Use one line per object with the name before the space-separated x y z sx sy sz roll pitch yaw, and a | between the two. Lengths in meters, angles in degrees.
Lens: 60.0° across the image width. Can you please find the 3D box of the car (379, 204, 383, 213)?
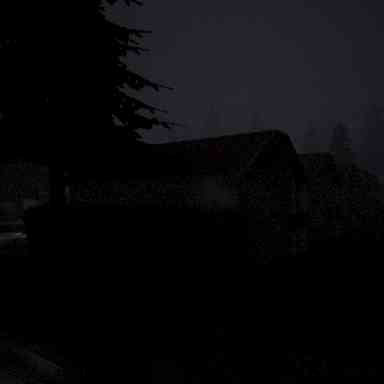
car | 22.620 2.039 41.475 4.902 1.511 2.128 -1 -1 29

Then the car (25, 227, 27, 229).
car | -9.408 1.868 23.729 2.097 1.767 4.553 -1 -1 36
